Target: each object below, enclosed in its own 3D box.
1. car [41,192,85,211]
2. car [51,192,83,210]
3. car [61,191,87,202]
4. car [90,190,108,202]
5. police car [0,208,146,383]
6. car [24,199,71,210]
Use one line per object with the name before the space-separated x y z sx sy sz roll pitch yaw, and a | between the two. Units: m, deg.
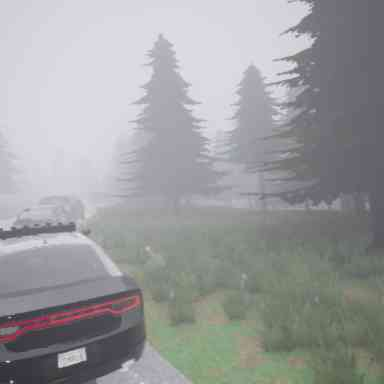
car | -7.636 0.952 19.356 2.097 1.767 4.553 -5 3 -10
car | -12.770 0.856 34.296 1.837 1.490 4.892 -4 2 -8
car | -19.189 0.739 53.937 4.674 1.442 1.812 -5 -2 41
car | -12.016 0.468 42.979 1.837 1.490 4.892 -4 2 -24
police car | -2.451 1.333 5.366 1.930 1.638 5.238 -3 2 -30
car | -6.261 1.283 13.888 1.812 1.442 4.674 -4 3 -18
